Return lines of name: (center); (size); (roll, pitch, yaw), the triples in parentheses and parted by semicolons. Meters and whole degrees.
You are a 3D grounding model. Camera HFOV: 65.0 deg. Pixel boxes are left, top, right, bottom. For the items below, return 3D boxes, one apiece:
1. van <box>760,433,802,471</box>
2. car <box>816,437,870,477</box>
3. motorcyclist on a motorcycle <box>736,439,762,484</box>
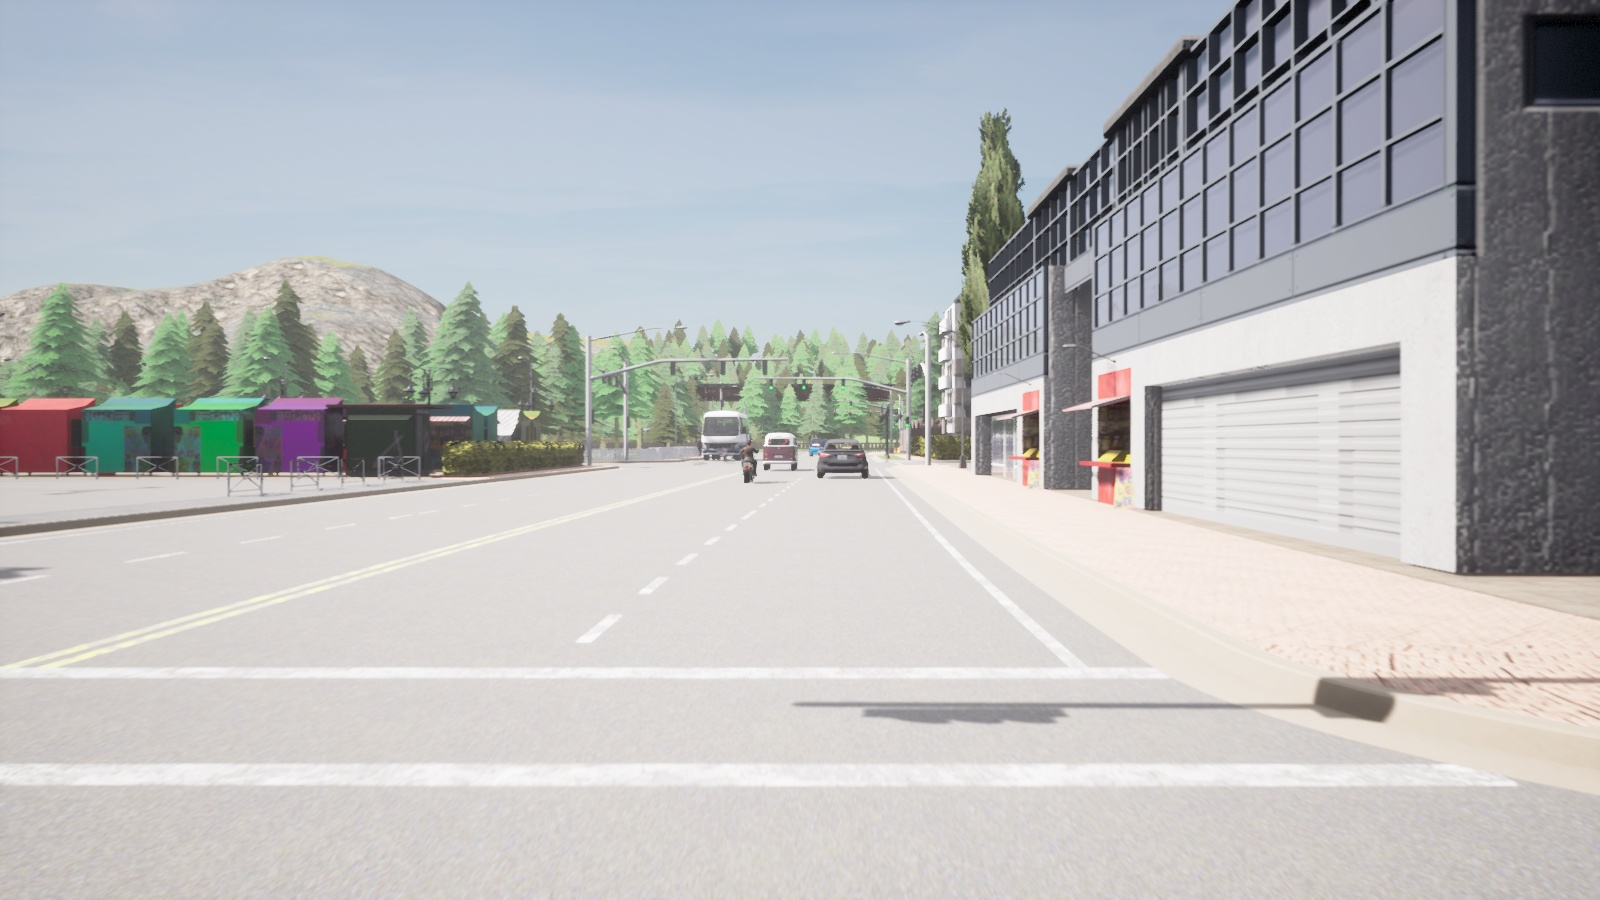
van: (-1.029, 0.079, 69.158); (2.069, 2.038, 4.480); (0, 0, 2)
car: (1.886, 0.283, 54.850); (2.242, 1.667, 4.611); (0, 0, 2)
motorcyclist on a motorcycle: (-1.916, 0.427, 47.584); (0.766, 1.649, 2.350); (0, 0, 2)
